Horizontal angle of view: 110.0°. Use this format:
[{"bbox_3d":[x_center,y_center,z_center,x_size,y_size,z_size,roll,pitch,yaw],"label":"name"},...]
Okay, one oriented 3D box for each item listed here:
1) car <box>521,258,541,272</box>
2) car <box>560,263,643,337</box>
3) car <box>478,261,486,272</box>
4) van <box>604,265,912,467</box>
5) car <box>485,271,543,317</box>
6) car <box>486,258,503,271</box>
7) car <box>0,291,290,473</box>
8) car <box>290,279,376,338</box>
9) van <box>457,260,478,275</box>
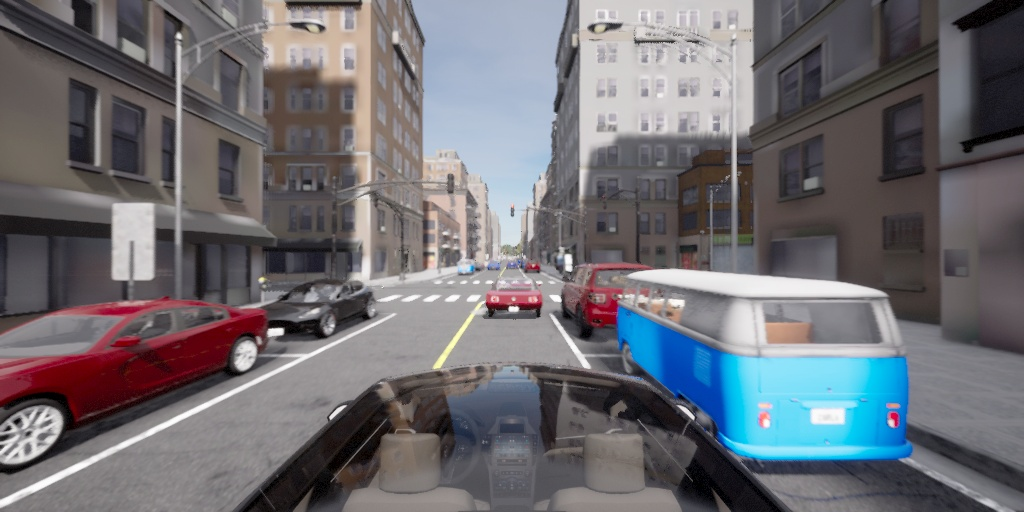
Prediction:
[{"bbox_3d":[2.705,1.325,47.720,2.192,1.841,5.009,0,0,0],"label":"car"},{"bbox_3d":[2.638,1.115,10.350,2.192,1.841,5.009,0,0,0],"label":"car"},{"bbox_3d":[-5.405,1.606,53.125,1.948,1.339,4.313,0,0,0],"label":"car"},{"bbox_3d":[2.638,1.109,4.838,1.690,1.789,3.998,0,0,0],"label":"van"},{"bbox_3d":[0.156,1.420,13.640,1.895,1.301,4.718,0,0,2],"label":"car"},{"bbox_3d":[-2.823,1.534,55.965,1.882,1.535,5.008,0,0,0],"label":"car"},{"bbox_3d":[-5.387,1.313,4.839,1.888,1.381,4.507,0,0,0],"label":"car"},{"bbox_3d":[-5.387,1.365,10.349,1.948,1.339,4.313,0,0,0],"label":"car"},{"bbox_3d":[-5.408,1.321,42.313,1.690,1.789,3.998,0,0,0],"label":"van"}]
